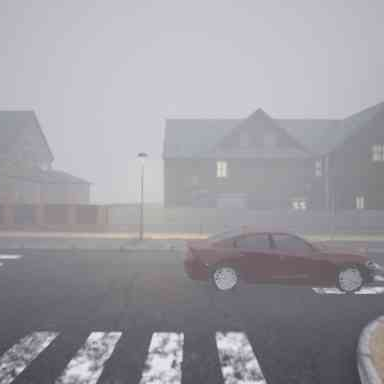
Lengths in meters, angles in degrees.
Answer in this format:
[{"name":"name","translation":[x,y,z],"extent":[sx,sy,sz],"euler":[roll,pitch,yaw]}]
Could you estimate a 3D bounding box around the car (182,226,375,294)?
[{"name":"car","translation":[2.231,1.683,8.962],"extent":[5.008,1.535,1.882],"euler":[1,1,-1]}]
